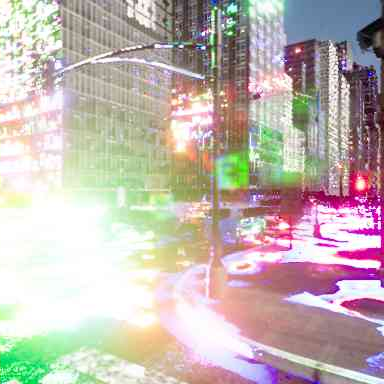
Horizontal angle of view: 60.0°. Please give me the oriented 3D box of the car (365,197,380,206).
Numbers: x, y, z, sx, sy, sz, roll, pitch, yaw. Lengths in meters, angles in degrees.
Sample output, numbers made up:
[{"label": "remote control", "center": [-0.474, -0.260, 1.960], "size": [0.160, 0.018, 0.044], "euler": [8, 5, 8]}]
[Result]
[{"label": "car", "center": [30.714, 1.694, 56.777], "size": [2.008, 1.369, 4.403], "euler": [0, 0, 35]}]

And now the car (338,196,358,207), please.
[{"label": "car", "center": [25.611, 1.694, 53.999], "size": [1.994, 1.385, 4.181], "euler": [0, 0, 35]}]

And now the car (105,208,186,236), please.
[{"label": "car", "center": [-2.451, 1.711, 19.423], "size": [1.895, 1.301, 4.718], "euler": [0, 0, 35]}]

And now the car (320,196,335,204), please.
[{"label": "car", "center": [27.014, 1.554, 66.113], "size": [1.967, 1.590, 4.097], "euler": [0, 0, 35]}]

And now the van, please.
[{"label": "van", "center": [2.196, 1.473, 15.959], "size": [1.690, 1.788, 3.998], "euler": [0, 0, 35]}]

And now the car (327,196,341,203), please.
[{"label": "car", "center": [30.182, 1.669, 70.648], "size": [2.008, 1.369, 4.403], "euler": [0, 0, 35]}]

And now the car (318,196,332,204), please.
[{"label": "car", "center": [23.845, 1.661, 61.578], "size": [2.008, 1.369, 4.403], "euler": [0, 0, 35]}]

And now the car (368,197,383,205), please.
[{"label": "car", "center": [33.883, 1.697, 61.313], "size": [2.008, 1.369, 4.403], "euler": [0, 0, 35]}]

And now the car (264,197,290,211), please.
[{"label": "car", "center": [11.169, 1.540, 43.436], "size": [1.967, 1.590, 4.097], "euler": [0, 0, 35]}]

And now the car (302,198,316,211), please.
[{"label": "car", "center": [14.302, 1.658, 43.306], "size": [2.033, 1.411, 5.357], "euler": [0, 0, 35]}]

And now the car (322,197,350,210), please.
[{"label": "car", "center": [19.858, 1.726, 45.761], "size": [1.895, 1.301, 4.718], "euler": [0, 0, 35]}]

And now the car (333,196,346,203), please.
[{"label": "car", "center": [33.351, 1.668, 75.183], "size": [1.887, 1.381, 4.507], "euler": [0, 0, 35]}]

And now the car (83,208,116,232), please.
[{"label": "car", "center": [-4.675, 1.666, 20.761], "size": [1.947, 1.339, 4.313], "euler": [0, 0, 35]}]

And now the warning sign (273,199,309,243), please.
[{"label": "warning sign", "center": [4.483, 1.256, 15.086], "size": [1.300, 1.860, 1.060], "euler": [0, 0, 35]}]

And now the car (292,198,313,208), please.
[{"label": "car", "center": [17.410, 1.630, 52.368], "size": [1.752, 1.417, 4.829], "euler": [0, 0, 35]}]

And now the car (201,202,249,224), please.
[{"label": "car", "center": [2.766, 1.634, 26.886], "size": [1.812, 1.442, 4.674], "euler": [0, 0, 35]}]

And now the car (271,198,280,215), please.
[{"label": "car", "center": [8.154, 1.586, 34.584], "size": [1.882, 1.535, 5.008], "euler": [0, 0, 35]}]

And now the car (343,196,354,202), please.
[{"label": "car", "center": [39.591, 1.660, 84.114], "size": [1.752, 1.417, 4.829], "euler": [0, 0, 35]}]
